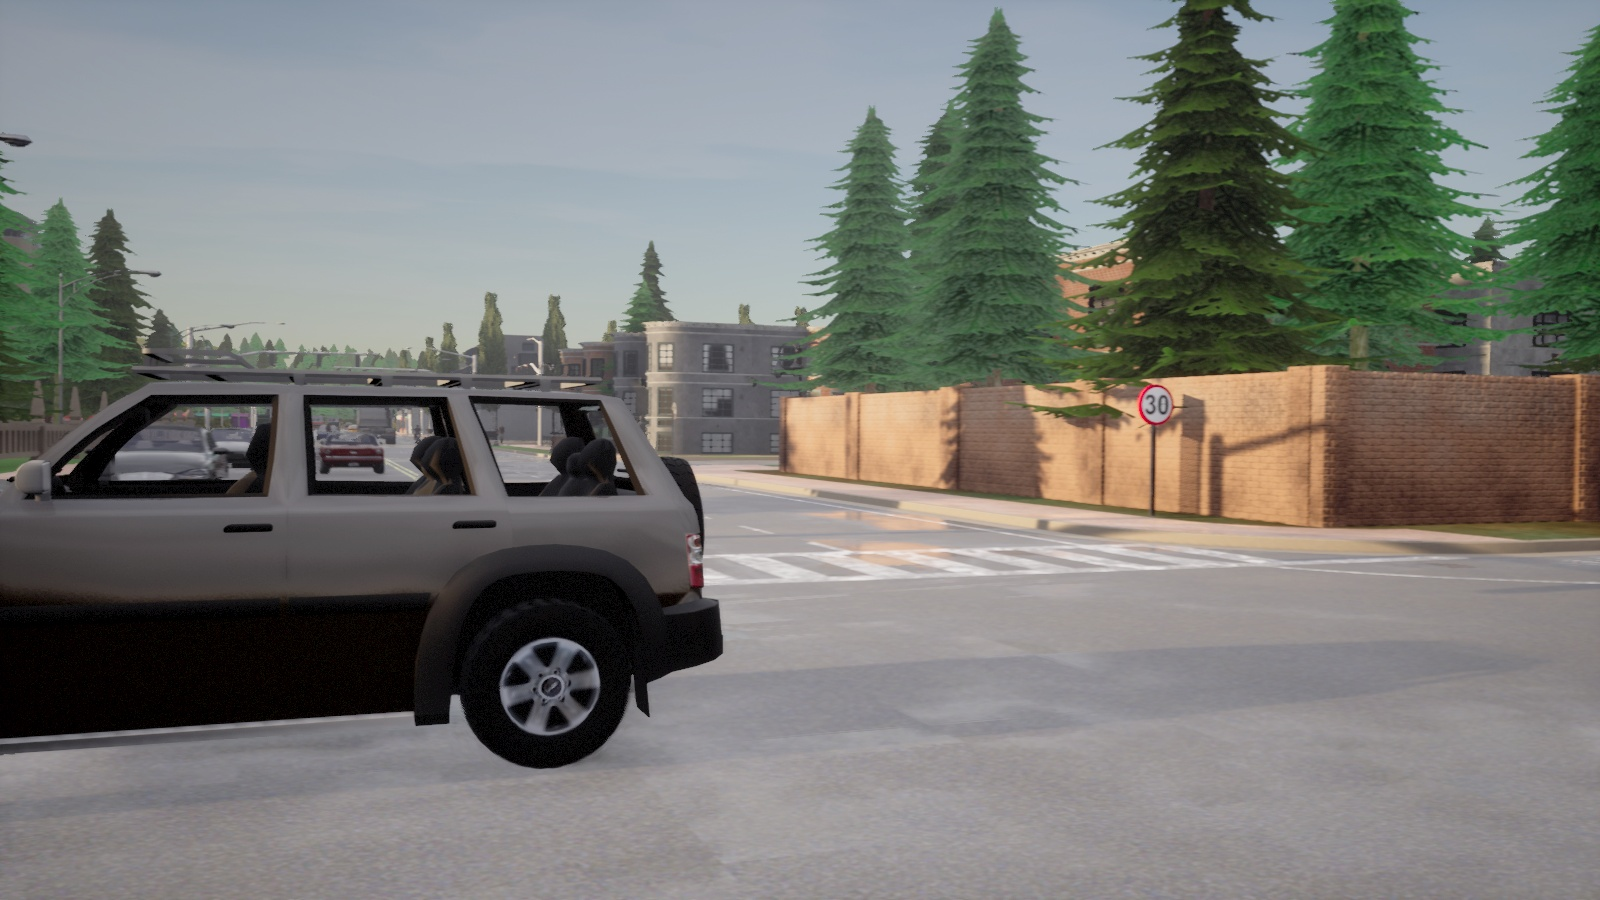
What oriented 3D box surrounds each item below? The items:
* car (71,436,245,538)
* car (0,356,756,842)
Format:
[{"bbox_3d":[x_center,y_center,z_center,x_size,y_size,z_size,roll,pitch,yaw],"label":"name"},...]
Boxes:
[{"bbox_3d":[-10.826,0.521,21.542,2.128,1.511,4.902,-1,1,-21],"label":"car"},{"bbox_3d":[-2.710,0.547,5.952,4.605,1.855,1.932,-1,1,-21],"label":"car"}]
